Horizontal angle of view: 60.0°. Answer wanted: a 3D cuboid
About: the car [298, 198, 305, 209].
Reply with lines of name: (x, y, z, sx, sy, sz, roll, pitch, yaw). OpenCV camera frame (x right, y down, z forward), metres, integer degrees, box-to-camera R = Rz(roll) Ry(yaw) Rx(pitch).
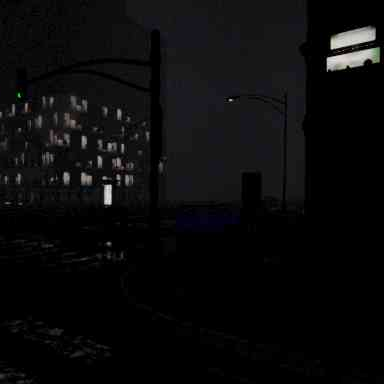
car: (15.592, 1.442, 42.344, 1.837, 1.490, 4.892, 1, 1, 36)

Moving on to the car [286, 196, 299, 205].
car: (16.349, 1.364, 53.300, 1.752, 1.417, 4.829, 1, 1, 35)

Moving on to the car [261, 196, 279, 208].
car: (10.035, 1.293, 44.420, 1.967, 1.590, 4.097, 1, 1, 35)

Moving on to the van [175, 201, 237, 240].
van: (0.833, 1.368, 17.019, 1.690, 1.788, 3.998, 1, 1, 35)

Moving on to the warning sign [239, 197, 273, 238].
warning sign: (3.115, 1.177, 16.125, 1.300, 1.860, 1.060, 1, 1, 35)

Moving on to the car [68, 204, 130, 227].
car: (-5.999, 1.467, 21.879, 1.947, 1.339, 4.313, 1, 1, 35)
